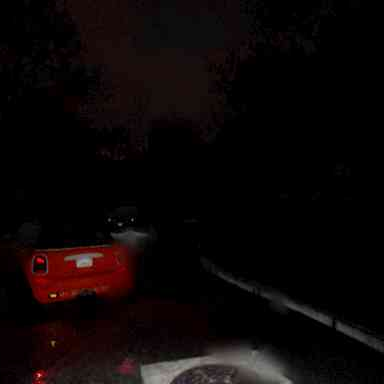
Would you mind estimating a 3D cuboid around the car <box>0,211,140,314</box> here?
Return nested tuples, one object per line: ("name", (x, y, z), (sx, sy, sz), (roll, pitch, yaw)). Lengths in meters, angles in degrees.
("car", (-3.353, 1.385, 8.080), (2.097, 1.767, 4.553), (1, -1, -37))

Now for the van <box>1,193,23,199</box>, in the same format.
("van", (-27.816, 1.279, 49.750), (4.442, 1.987, 1.878), (1, 1, -37))

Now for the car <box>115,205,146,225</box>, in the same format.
("car", (-4.069, 1.556, 21.215), (1.812, 1.442, 4.674), (0, 1, 0))

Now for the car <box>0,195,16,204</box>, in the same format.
("car", (-32.772, 1.312, 56.445), (4.792, 1.488, 2.163), (1, 1, -37))
